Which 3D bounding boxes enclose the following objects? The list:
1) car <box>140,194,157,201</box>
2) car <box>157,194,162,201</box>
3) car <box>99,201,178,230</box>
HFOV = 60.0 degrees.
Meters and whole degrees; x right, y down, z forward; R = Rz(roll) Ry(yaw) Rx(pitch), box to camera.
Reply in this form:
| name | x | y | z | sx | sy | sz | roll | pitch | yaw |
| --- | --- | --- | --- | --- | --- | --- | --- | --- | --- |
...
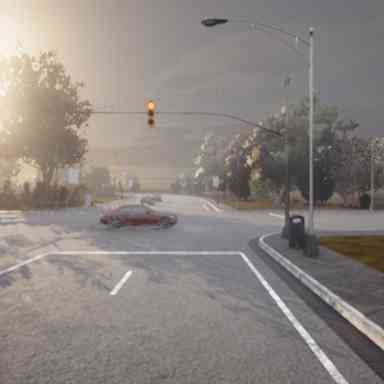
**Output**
| name | x | y | z | sx | sy | sz | roll | pitch | yaw |
| --- | --- | --- | --- | --- | --- | --- | --- | --- | --- |
| car | -6.936 | 1.343 | 51.207 | 1.837 | 1.490 | 4.892 | 0 | 0 | 0 |
| car | -7.001 | 1.244 | 66.888 | 1.837 | 1.490 | 4.892 | 0 | 1 | -1 |
| car | -3.186 | 1.472 | 20.022 | 4.674 | 1.442 | 1.812 | 0 | 0 | -3 |
